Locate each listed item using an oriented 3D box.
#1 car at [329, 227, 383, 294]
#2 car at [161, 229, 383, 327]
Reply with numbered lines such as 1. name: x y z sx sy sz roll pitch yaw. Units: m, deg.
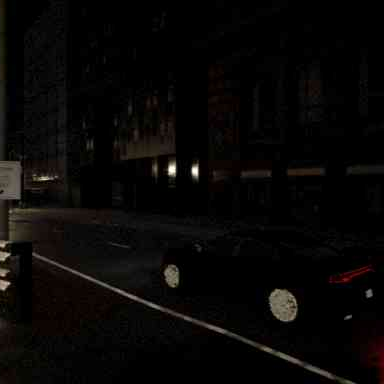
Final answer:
1. car: 5.832 1.700 7.520 1.895 1.301 4.718 0 0 -42
2. car: 1.285 1.568 7.373 1.882 1.535 5.008 1 -1 -42
